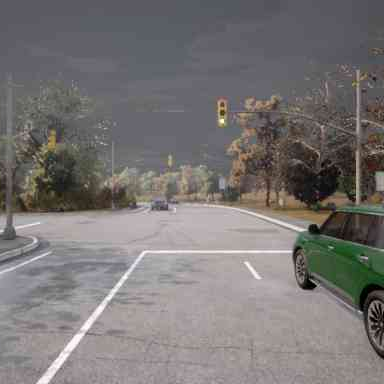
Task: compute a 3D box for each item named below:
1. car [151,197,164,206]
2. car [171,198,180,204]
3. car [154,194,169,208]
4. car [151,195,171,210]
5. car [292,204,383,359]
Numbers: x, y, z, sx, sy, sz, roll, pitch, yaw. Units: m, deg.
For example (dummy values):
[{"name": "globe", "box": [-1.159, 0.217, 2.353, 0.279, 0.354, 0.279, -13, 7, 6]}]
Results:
[{"name": "car", "box": [-6.888, 1.849, 66.030, 2.097, 1.767, 4.553, 0, -1, -11]}, {"name": "car", "box": [-4.601, 2.359, 82.953, 2.128, 1.511, 4.902, 0, -1, -22]}, {"name": "car", "box": [-4.987, 1.449, 53.657, 2.150, 2.045, 5.566, 0, -1, -7]}, {"name": "car", "box": [-4.155, 1.428, 43.246, 2.097, 1.767, 4.553, 0, -1, -4]}, {"name": "car", "box": [3.586, 1.221, 6.026, 2.150, 2.045, 5.566, 0, 0, 0]}]
